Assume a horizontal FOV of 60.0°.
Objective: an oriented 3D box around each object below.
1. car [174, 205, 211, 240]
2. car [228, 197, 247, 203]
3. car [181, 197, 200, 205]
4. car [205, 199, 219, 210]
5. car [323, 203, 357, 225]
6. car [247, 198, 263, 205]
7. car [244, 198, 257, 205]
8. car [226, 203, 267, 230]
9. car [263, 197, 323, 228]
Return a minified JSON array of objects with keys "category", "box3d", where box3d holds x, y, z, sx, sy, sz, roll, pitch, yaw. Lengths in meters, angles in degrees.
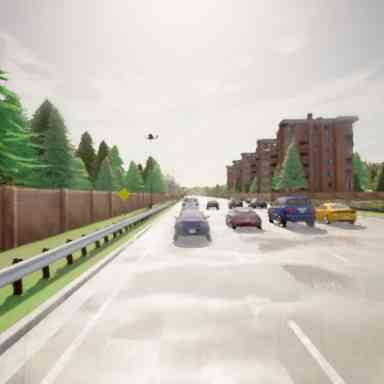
[{"category":"car","box3d":[-0.010,1.679,17.829,1.812,1.442,4.674,-1,0,0]},{"category":"car","box3d":[6.635,1.725,51.138,2.097,1.767,4.553,-1,-1,-1]},{"category":"car","box3d":[-0.173,1.569,40.101,2.150,2.045,5.566,-1,0,0]},{"category":"car","box3d":[3.140,1.912,51.013,1.837,1.490,4.892,-1,0,-1]},{"category":"car","box3d":[10.438,1.591,25.018,1.882,1.535,5.008,-1,-1,0]},{"category":"car","box3d":[10.136,1.690,51.083,2.097,1.767,4.553,-1,-1,-1]},{"category":"car","box3d":[13.312,2.049,76.326,2.128,1.511,4.902,-1,0,-1]},{"category":"car","box3d":[3.456,1.725,22.752,1.994,1.385,4.181,-1,-1,0]},{"category":"car","box3d":[6.946,1.357,23.675,2.150,2.045,5.566,-1,-1,0]}]
